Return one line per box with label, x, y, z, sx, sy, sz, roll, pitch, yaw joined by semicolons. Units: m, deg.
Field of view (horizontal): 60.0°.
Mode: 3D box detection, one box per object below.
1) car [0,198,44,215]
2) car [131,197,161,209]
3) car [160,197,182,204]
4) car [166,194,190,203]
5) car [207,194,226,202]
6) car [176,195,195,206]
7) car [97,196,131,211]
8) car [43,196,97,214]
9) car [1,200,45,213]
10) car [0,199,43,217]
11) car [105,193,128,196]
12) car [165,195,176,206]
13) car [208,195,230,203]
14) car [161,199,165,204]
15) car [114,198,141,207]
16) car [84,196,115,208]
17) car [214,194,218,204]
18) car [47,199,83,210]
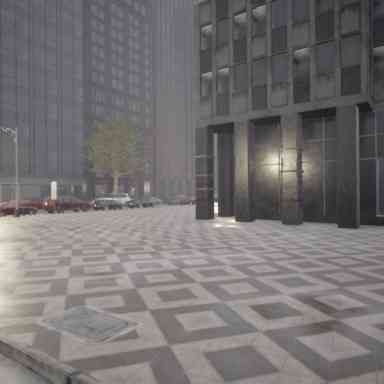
car;-18.944;1.528;36.018;1.882;1.535;5.008;-1;0;35
car;-6.523;1.508;43.836;1.947;1.339;4.313;-1;0;35
car;-3.913;1.574;62.606;1.947;1.339;4.313;-1;0;35
car;-2.481;1.115;59.664;1.812;1.442;4.674;-1;0;35
car;5.705;1.296;76.524;2.192;1.841;5.009;-1;0;35
car;-0.111;1.462;53.114;1.887;1.381;4.507;-1;0;35
car;-9.729;1.524;39.199;1.947;1.339;4.313;-1;0;35
car;-12.937;1.289;34.561;2.192;1.841;5.009;-1;0;35
car;-19.945;1.641;39.410;1.947;1.339;4.313;-1;0;35
car;-16.141;1.576;29.921;1.802;1.307;4.206;-1;0;35
car;-11.243;1.235;47.147;2.150;2.045;5.566;-1;-1;34
car;-2.008;1.509;54.887;1.994;1.385;4.181;-1;-1;35
car;5.368;1.416;65.565;2.128;1.511;4.902;-1;0;35
car;-7.217;1.544;57.826;1.752;1.417;4.829;-1;0;35
car;-10.326;1.612;53.327;1.802;1.307;4.206;-1;0;35
car;-13.534;1.483;48.688;1.967;1.590;4.097;-1;0;35
car;3.093;1.222;57.754;2.192;1.841;5.009;-1;0;35
car;-16.739;1.641;44.049;1.802;1.307;4.206;-1;0;35
